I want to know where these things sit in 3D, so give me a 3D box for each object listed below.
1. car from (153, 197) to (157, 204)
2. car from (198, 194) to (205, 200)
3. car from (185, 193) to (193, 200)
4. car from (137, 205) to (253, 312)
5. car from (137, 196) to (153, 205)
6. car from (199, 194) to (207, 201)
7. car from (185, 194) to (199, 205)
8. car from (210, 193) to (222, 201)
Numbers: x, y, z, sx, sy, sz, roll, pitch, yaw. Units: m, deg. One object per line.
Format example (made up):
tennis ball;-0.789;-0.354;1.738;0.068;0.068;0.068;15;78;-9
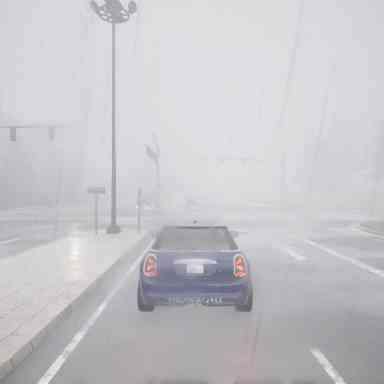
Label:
car;-8.383;1.505;66.261;1.837;1.490;4.892;0;0;0
car;2.669;1.442;95.597;1.882;1.535;5.008;0;0;-1
car;-0.831;1.189;95.570;2.150;2.045;5.566;0;0;-1
car;0.069;1.352;7.891;2.097;1.767;4.553;0;0;0
car;-8.293;1.505;57.052;1.837;1.490;4.892;0;0;-1
car;2.836;1.513;85.274;1.812;1.442;4.674;0;0;-1
car;-0.171;1.526;54.711;1.812;1.442;4.674;0;0;-1
car;6.341;1.215;85.003;2.150;2.045;5.566;0;0;-1
